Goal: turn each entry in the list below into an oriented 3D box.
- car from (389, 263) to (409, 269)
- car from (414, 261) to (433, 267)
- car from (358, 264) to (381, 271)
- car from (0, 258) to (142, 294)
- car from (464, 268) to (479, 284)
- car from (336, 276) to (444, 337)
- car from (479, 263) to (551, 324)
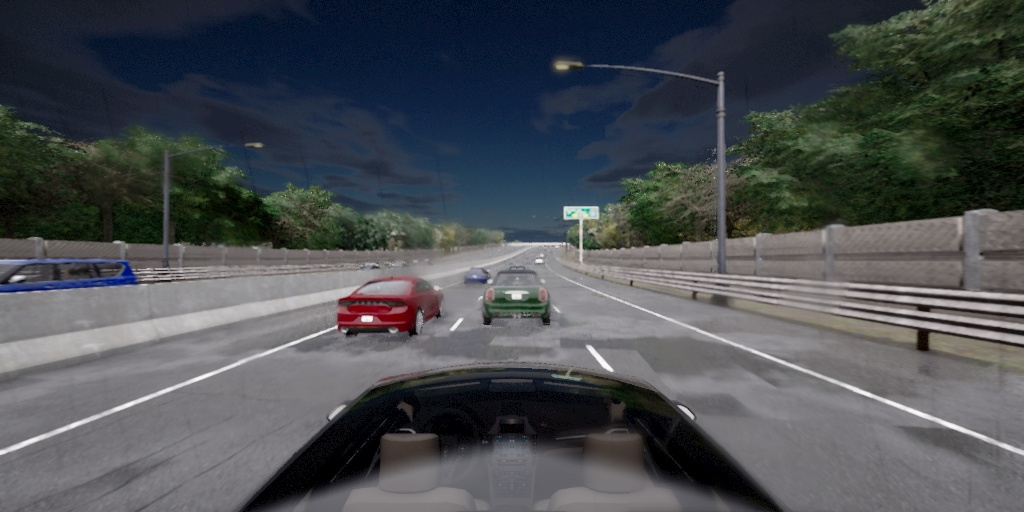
[{"bbox_3d":[-16.470,1.780,52.337,1.812,1.442,4.674,0,0,3],"label":"car"},{"bbox_3d":[-12.946,1.607,52.580,2.097,1.767,4.553,0,0,3],"label":"car"},{"bbox_3d":[-20.044,1.815,50.581,1.994,1.385,4.181,0,0,3],"label":"car"},{"bbox_3d":[-14.057,1.079,10.241,2.150,2.045,5.566,0,-1,0],"label":"car"},{"bbox_3d":[-2.996,1.703,31.635,1.994,1.385,4.181,0,-1,1],"label":"car"},{"bbox_3d":[-3.350,1.346,10.813,1.882,1.535,5.008,0,-1,0],"label":"car"},{"bbox_3d":[0.171,1.248,12.750,2.097,1.767,4.553,0,-1,1],"label":"car"}]
